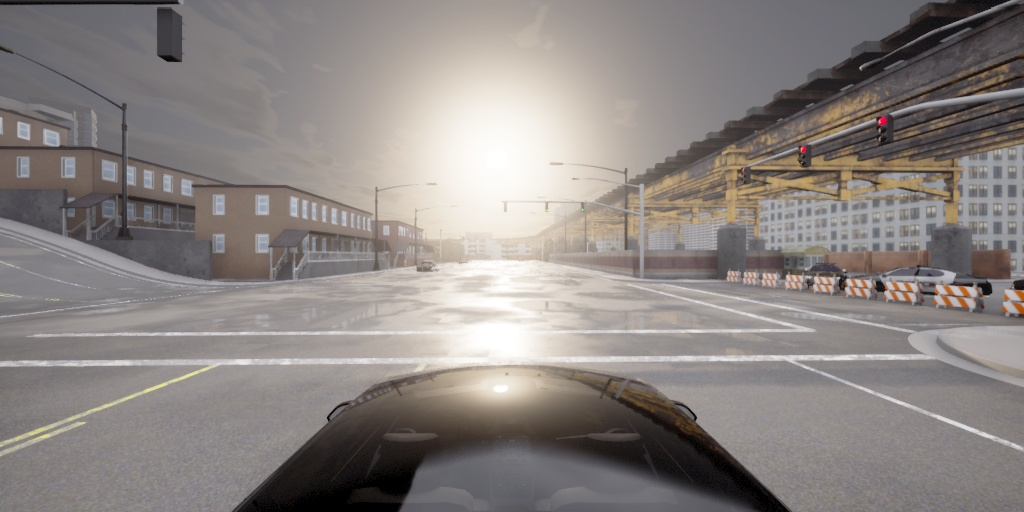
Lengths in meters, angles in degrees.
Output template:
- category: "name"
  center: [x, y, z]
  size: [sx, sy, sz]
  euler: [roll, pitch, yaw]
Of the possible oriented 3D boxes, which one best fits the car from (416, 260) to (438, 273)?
- category: "car"
  center: [-10.482, 1.321, 44.431]
  size: [1.837, 1.490, 4.892]
  euler: [0, 1, 0]
